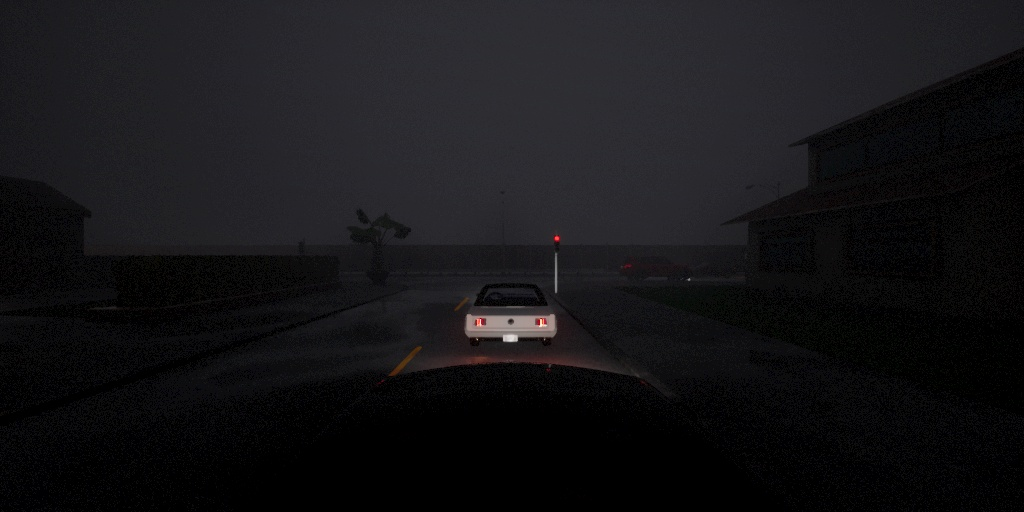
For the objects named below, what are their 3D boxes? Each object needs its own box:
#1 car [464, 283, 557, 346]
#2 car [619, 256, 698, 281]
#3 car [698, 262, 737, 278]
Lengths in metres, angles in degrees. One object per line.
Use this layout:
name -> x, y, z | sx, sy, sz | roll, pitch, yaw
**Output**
car -> -0.025, 1.355, 9.388 | 1.895, 1.301, 4.718 | 0, 0, 0
car -> 11.556, 0.987, 29.029 | 5.566, 2.045, 2.150 | 0, 0, -1
car -> 18.252, 1.293, 33.277 | 4.674, 1.442, 1.812 | 0, 0, -1
